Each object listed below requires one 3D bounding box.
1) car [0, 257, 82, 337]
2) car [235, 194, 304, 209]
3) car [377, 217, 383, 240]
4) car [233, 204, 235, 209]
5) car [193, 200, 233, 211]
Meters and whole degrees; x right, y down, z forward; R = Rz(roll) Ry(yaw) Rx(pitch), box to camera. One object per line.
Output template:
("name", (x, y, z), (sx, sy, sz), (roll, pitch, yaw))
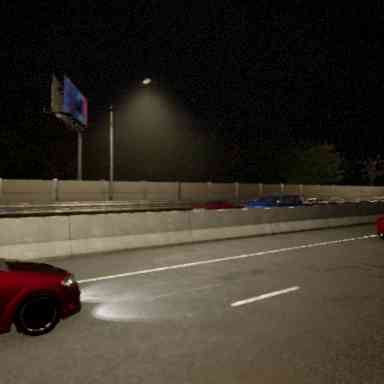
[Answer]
("car", (-3.954, 1.566, 5.224), (4.181, 1.385, 1.994), (0, 0, -36))
("car", (6.333, 1.199, 25.710), (5.566, 2.045, 2.150), (0, 0, -35))
("car", (10.666, 1.456, 15.658), (5.008, 1.535, 1.882), (0, 0, -36))
("car", (6.616, 1.523, 30.211), (5.357, 1.411, 2.033), (0, 0, -35))
("car", (2.228, 1.504, 31.378), (4.674, 1.442, 1.812), (0, 0, -35))
